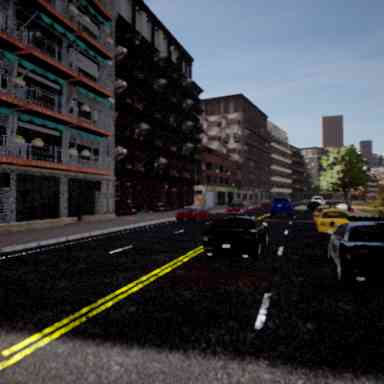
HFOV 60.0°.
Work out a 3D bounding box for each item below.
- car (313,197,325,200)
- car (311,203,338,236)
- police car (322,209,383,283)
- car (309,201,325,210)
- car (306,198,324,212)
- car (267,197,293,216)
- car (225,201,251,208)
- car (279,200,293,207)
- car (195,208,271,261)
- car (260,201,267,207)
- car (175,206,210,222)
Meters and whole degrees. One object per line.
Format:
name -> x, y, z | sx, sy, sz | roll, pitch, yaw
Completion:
car -> 23.607, 1.906, 62.254 | 2.150, 2.045, 5.566 | -1, -1, 25
car -> 8.160, 1.644, 19.363 | 1.801, 1.575, 5.366 | -1, -1, 18
police car -> 5.145, 1.515, 9.803 | 1.930, 1.638, 5.238 | -1, -1, 17
car -> 10.024, 1.702, 24.979 | 1.801, 1.575, 5.366 | -1, -1, 19
car -> 17.266, 2.002, 47.116 | 1.837, 1.490, 4.892 | -1, -1, 23
car -> 10.304, 1.632, 38.065 | 2.150, 2.045, 5.566 | -1, -1, 21
car -> 4.333, 1.716, 31.573 | 2.097, 1.767, 4.553 | -1, -1, 20
car -> 19.510, 2.406, 68.863 | 1.895, 1.301, 4.718 | -1, -1, 25
car -> 1.848, 1.627, 13.073 | 1.882, 1.535, 5.008 | -1, -1, 17
car -> 15.044, 2.400, 66.891 | 1.895, 1.301, 4.718 | -1, -1, 24
car -> 0.145, 1.963, 29.440 | 1.895, 1.301, 4.718 | -1, -1, 19
